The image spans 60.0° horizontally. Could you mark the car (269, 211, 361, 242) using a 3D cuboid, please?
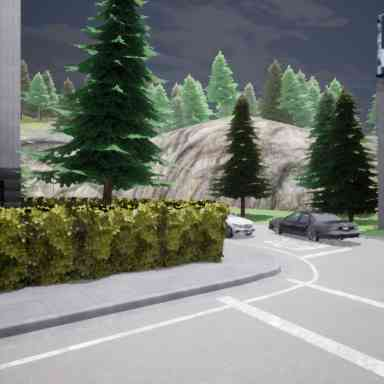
[{"bbox_3d":[6.212,1.725,17.592,2.033,1.411,5.357,0,0,-19],"label":"car"}]

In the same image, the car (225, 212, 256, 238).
[{"bbox_3d":[1.477,1.702,19.120,1.812,1.442,4.674,0,0,-42],"label":"car"}]
